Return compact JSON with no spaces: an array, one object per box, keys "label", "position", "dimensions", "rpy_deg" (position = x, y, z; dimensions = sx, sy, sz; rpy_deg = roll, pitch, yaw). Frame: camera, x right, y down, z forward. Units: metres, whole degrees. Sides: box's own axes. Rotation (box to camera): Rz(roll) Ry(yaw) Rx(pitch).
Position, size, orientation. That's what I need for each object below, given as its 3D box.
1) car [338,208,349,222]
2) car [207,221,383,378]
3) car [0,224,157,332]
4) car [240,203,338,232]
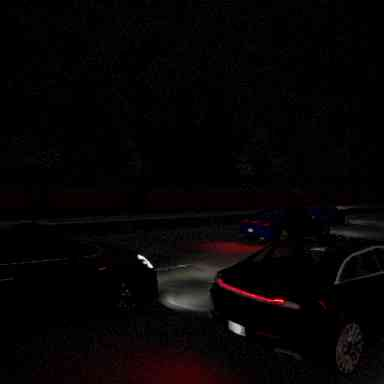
[{"label":"car","position":[9.036,1.477,23.254],"dimensions":[5.008,1.535,1.882],"rpy_deg":[0,0,-36]},{"label":"car","position":[2.517,1.490,5.569],"dimensions":[4.902,1.511,2.128],"rpy_deg":[0,0,-36]},{"label":"car","position":[-2.897,1.353,5.982],"dimensions":[4.553,1.767,2.097],"rpy_deg":[0,0,-36]},{"label":"car","position":[4.483,1.477,15.631],"dimensions":[5.008,1.535,1.882],"rpy_deg":[0,0,-36]}]
